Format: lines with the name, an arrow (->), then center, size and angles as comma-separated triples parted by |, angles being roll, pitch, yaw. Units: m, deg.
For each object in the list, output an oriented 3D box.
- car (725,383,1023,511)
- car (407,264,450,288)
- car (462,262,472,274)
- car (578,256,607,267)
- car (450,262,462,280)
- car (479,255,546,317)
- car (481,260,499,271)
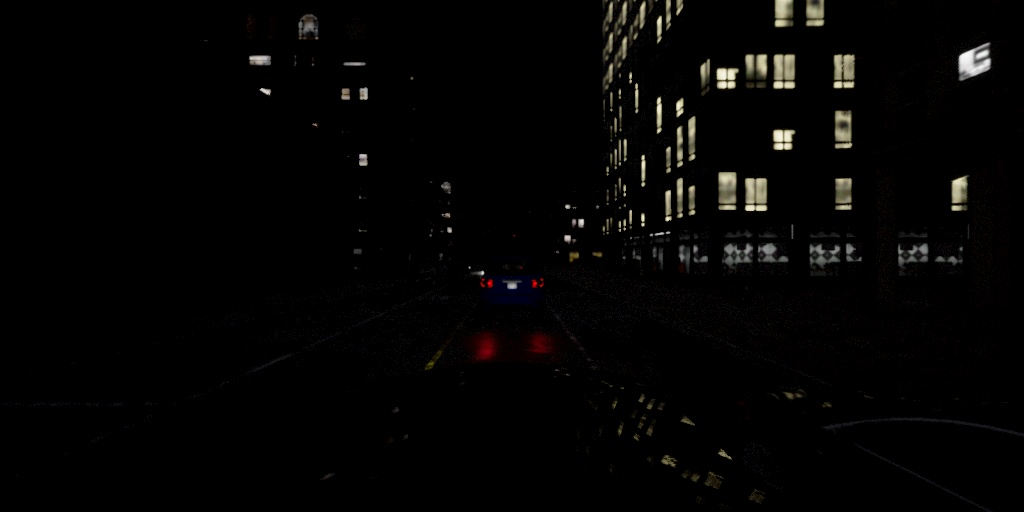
car -> 2.690, 1.301, 1.379 | 2.007, 1.370, 4.403 | 0, 0, 0
car -> -5.701, 1.328, 23.969 | 2.007, 1.370, 4.403 | 0, 0, 0
car -> -5.759, 1.386, 42.535 | 1.802, 1.307, 4.207 | 0, 0, 0
car -> 14.683, 0.865, 62.524 | 5.009, 1.841, 2.192 | 0, 0, -1
car -> -5.703, 1.336, 29.617 | 2.007, 1.370, 4.403 | 0, 0, 0
car -> 0.028, 0.987, 13.427 | 2.150, 2.045, 5.566 | 0, 0, 0
car -> -3.067, 1.309, 50.396 | 2.128, 1.511, 4.902 | 0, 0, 1
